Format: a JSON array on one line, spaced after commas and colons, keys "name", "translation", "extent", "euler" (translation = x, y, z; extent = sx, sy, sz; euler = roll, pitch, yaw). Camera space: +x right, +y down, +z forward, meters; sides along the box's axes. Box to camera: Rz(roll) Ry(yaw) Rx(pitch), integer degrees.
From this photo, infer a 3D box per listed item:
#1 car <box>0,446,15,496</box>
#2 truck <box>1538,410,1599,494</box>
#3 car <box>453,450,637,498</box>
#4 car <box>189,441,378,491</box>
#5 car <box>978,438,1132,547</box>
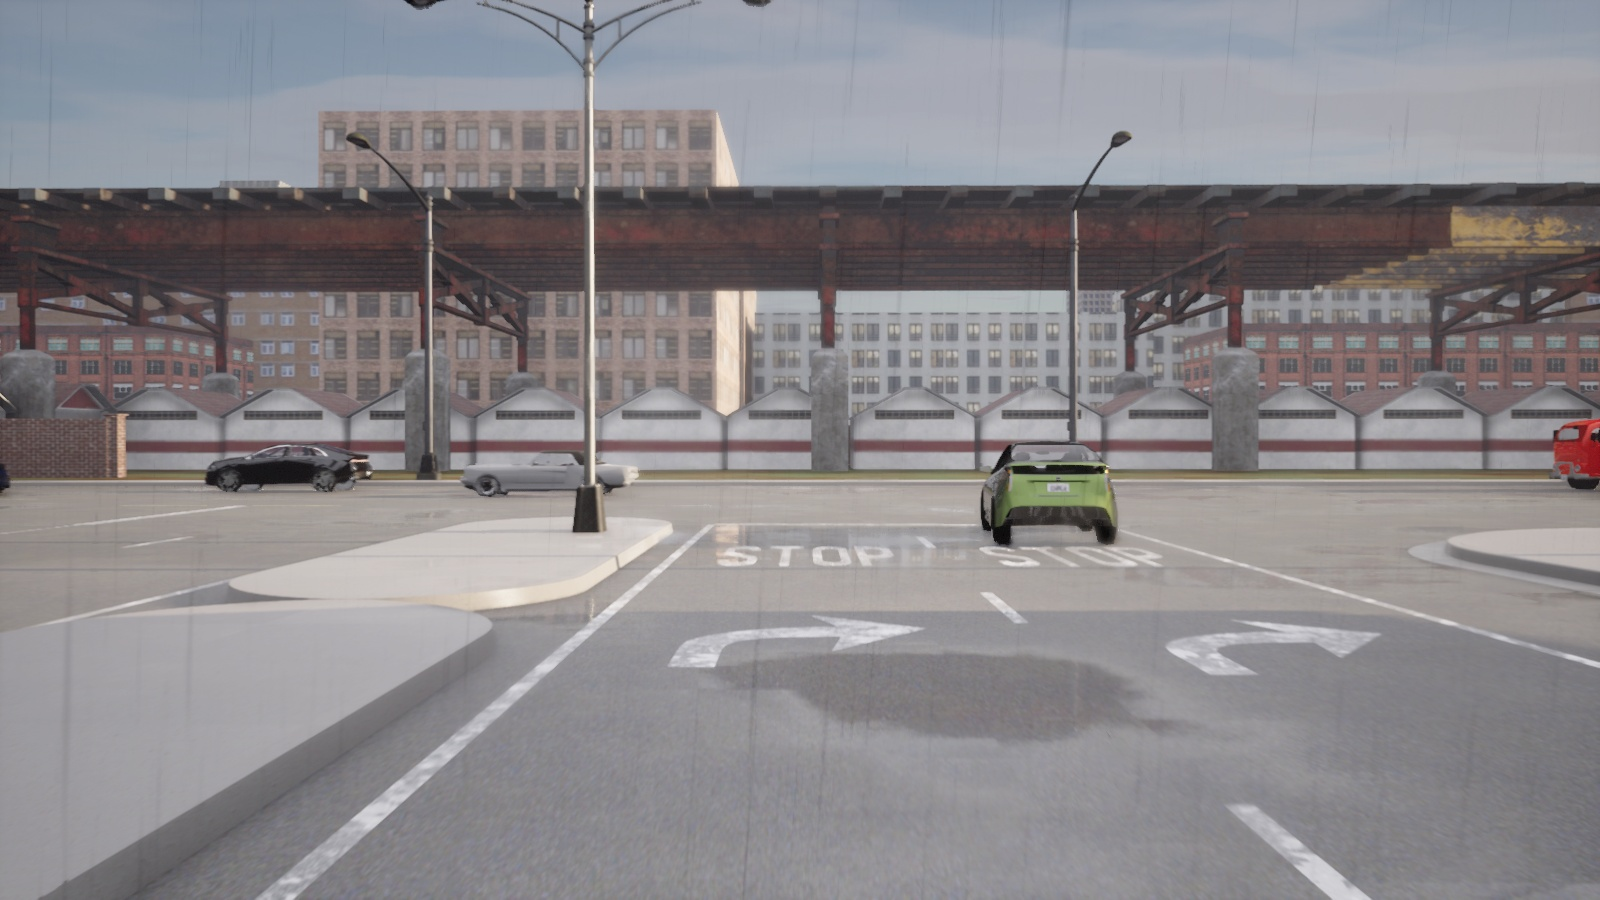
[{"name": "car", "translation": [-24.671, 0.592, 35.149], "extent": [4.181, 1.385, 1.994], "euler": [0, 0, 1]}, {"name": "truck", "translation": [25.805, 0.065, 38.166], "extent": [5.204, 2.467, 2.627], "euler": [0, 0, 1]}, {"name": "car", "translation": [-7.035, 0.644, 34.982], "extent": [4.718, 1.301, 1.895], "euler": [0, 0, 1]}, {"name": "car", "translation": [-15.781, 0.473, 38.564], "extent": [4.902, 1.511, 2.128], "euler": [0, 0, 1]}, {"name": "car", "translation": [3.916, 0.584, 19.964], "extent": [2.007, 1.525, 4.514], "euler": [0, 0, 6]}]
